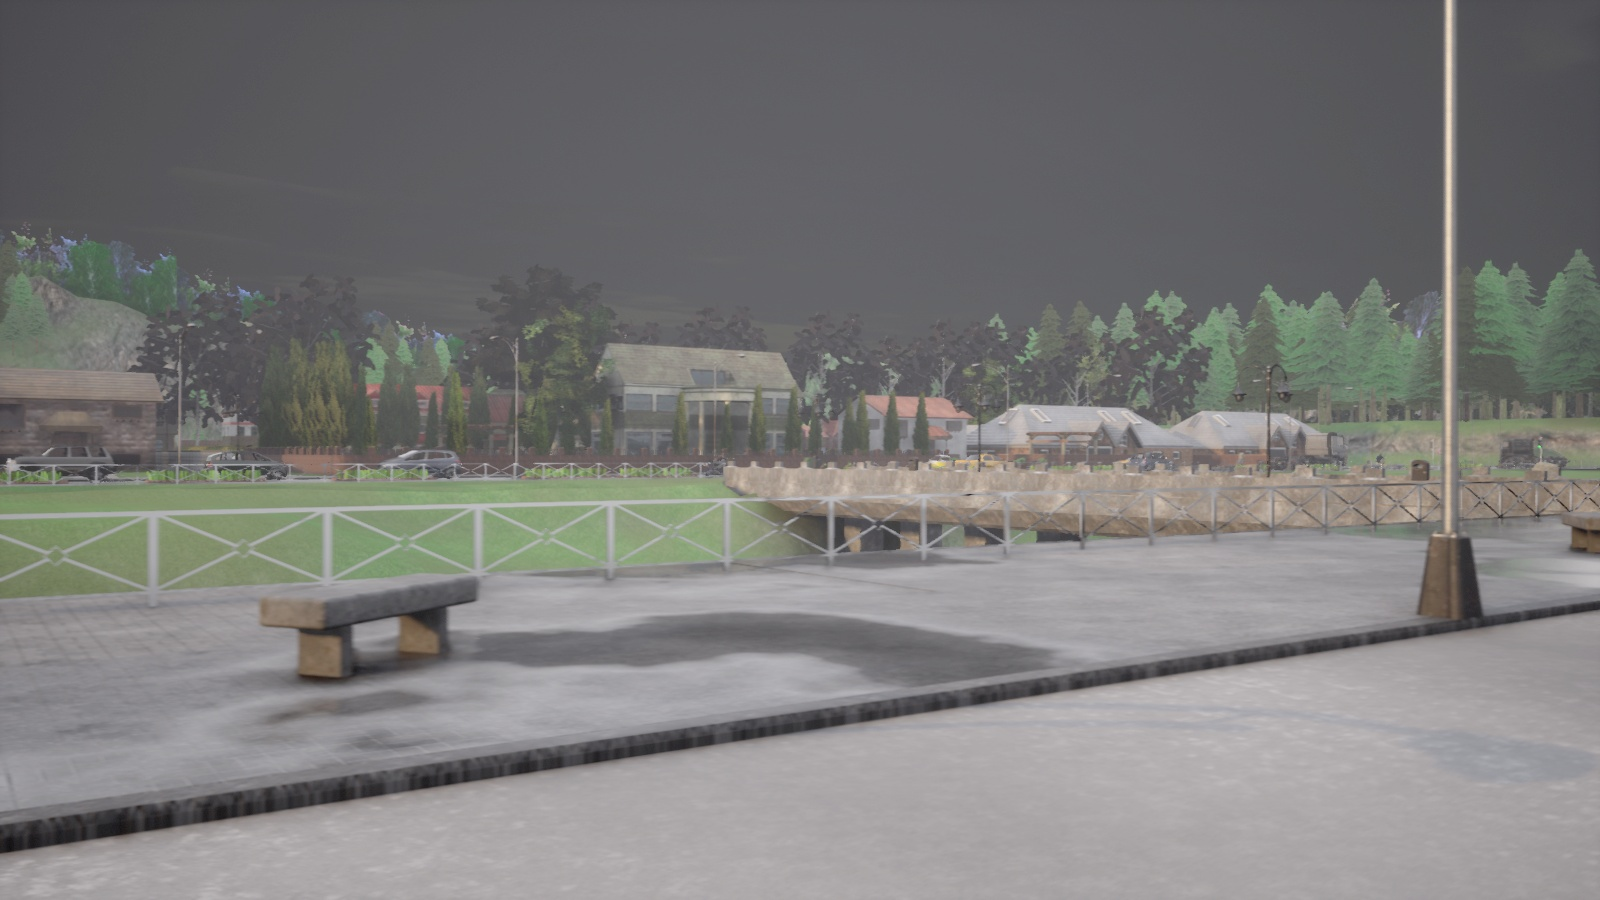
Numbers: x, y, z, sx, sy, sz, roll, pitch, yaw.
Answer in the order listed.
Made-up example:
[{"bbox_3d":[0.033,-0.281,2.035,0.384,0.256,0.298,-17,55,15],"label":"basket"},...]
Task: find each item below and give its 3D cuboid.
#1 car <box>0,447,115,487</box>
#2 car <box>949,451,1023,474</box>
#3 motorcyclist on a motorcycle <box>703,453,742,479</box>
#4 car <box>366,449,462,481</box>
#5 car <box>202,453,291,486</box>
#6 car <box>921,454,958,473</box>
[{"bbox_3d":[-35.320,0.783,59.725,4.605,1.855,1.932,0,0,-35],"label":"car"},{"bbox_3d":[13.166,0.873,88.584,5.366,1.575,1.801,0,0,-35],"label":"car"},{"bbox_3d":[-4.694,0.976,76.158,2.191,1.530,0.866,0,0,-35],"label":"motorcyclist on a motorcycle"},{"bbox_3d":[-21.320,0.804,69.465,4.611,1.667,2.242,0,0,-35],"label":"car"},{"bbox_3d":[-26.782,0.929,60.791,3.705,1.549,1.789,0,0,-35],"label":"car"},{"bbox_3d":[10.152,1.002,91.360,2.207,1.376,1.481,0,0,-35],"label":"car"}]
